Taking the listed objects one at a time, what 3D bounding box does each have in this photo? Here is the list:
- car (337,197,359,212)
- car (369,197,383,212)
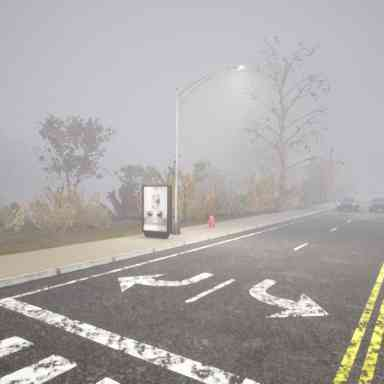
[{"bbox_3d":[18.708,1.390,39.731,2.097,1.767,4.553,0,0,30],"label":"car"},{"bbox_3d":[21.509,1.393,38.084,2.097,1.767,4.553,0,0,30],"label":"car"}]
